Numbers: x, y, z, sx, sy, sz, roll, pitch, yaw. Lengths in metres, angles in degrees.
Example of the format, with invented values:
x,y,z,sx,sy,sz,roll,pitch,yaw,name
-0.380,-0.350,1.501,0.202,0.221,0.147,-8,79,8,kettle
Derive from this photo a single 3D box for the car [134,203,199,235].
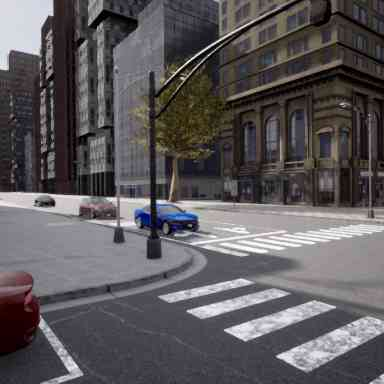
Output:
x,y,z,sx,sy,sz,roll,pitch,yaw,name
-1.560,1.422,19.009,1.882,1.535,5.008,-1,1,-36,car

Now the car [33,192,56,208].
x,y,z,sx,sy,sz,roll,pitch,yaw,name
-19.205,1.178,43.386,1.882,1.535,5.008,-1,1,-35,car

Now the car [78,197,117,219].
x,y,z,sx,sy,sz,roll,pitch,yaw,name
-7.774,1.209,27.568,2.097,1.767,4.553,-1,1,-36,car

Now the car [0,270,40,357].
x,y,z,sx,sy,sz,roll,pitch,yaw,name
-4.157,1.545,3.672,4.507,1.381,1.887,0,-1,-36,car
